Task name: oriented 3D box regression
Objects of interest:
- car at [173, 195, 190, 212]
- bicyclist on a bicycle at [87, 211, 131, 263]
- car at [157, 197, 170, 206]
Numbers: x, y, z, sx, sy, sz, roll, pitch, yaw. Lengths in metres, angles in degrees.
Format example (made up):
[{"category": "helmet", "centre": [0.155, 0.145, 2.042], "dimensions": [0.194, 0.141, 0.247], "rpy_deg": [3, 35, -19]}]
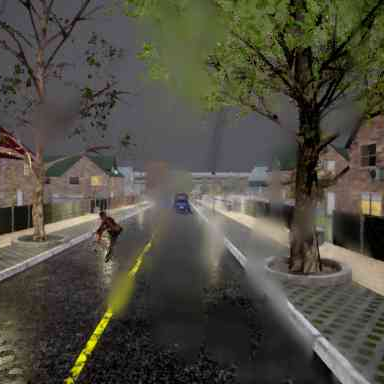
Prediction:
[{"category": "car", "centre": [-1.190, 1.488, 38.152], "dimensions": [1.882, 1.535, 5.008], "rpy_deg": [0, 0, -2]}, {"category": "bicyclist on a bicycle", "centre": [-2.685, 1.438, 10.602], "dimensions": [1.656, 1.620, 0.582], "rpy_deg": [-2, -1, 20]}, {"category": "car", "centre": [-4.705, 1.517, 55.357], "dimensions": [1.882, 1.535, 5.008], "rpy_deg": [0, 0, -2]}]
